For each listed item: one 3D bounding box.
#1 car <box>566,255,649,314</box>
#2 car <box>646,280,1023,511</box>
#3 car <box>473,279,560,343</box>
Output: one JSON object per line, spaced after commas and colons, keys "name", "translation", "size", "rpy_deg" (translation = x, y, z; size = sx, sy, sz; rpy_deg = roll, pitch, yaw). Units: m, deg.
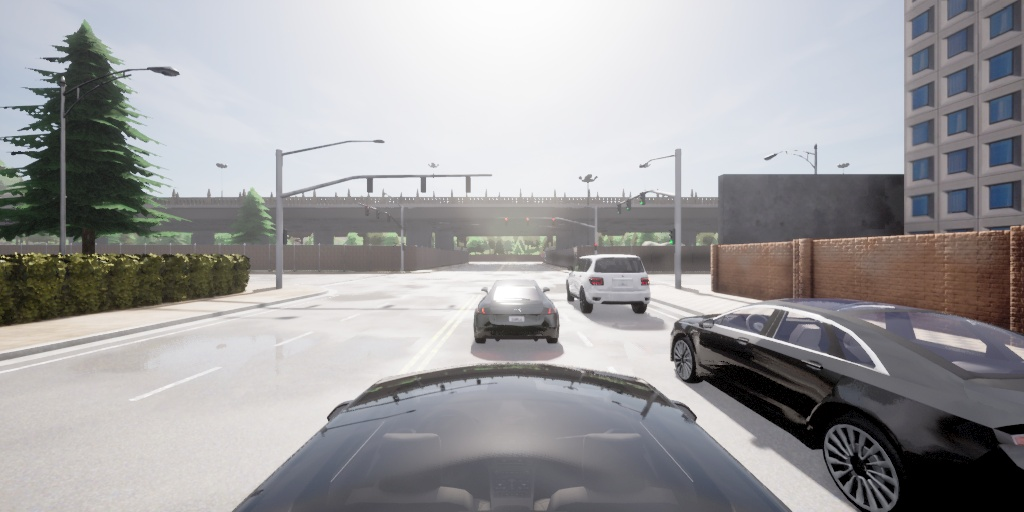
{"name": "car", "translation": [3.499, 0.971, 13.998], "size": [2.150, 2.045, 5.566], "rpy_deg": [0, 0, 0]}
{"name": "car", "translation": [3.597, 1.242, 4.192], "size": [2.128, 1.511, 4.902], "rpy_deg": [0, 0, 0]}
{"name": "car", "translation": [0.099, 1.314, 9.655], "size": [1.994, 1.385, 4.181], "rpy_deg": [0, 0, 0]}
